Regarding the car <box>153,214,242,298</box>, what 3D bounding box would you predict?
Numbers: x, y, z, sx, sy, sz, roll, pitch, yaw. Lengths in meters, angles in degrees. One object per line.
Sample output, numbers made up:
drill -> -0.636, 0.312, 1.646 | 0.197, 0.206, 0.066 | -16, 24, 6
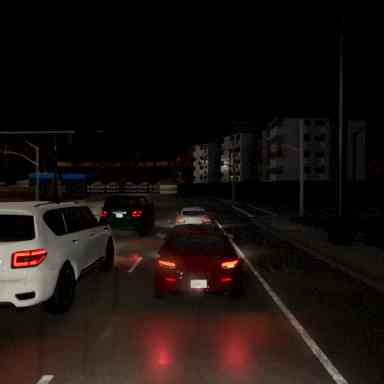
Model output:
car -> 0.116, 1.521, 8.408 | 1.812, 1.442, 4.674 | 0, 0, 0

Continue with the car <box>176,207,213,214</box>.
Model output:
car -> 0.106, 1.490, 17.495 | 1.812, 1.442, 4.674 | 0, 0, 1

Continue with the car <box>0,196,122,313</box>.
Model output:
car -> -3.387, 1.217, 7.764 | 2.150, 2.045, 5.566 | 0, 0, 0

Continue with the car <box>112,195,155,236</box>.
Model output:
car -> -3.362, 1.179, 18.123 | 2.150, 2.045, 5.566 | 0, 0, 0
